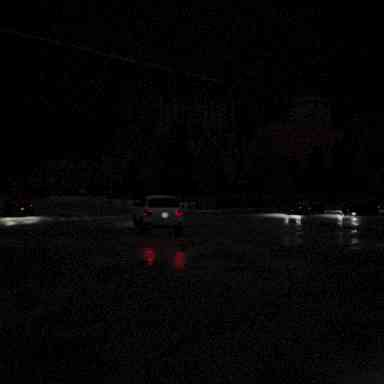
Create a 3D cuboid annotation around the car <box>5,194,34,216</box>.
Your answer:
[{"bbox_3d":[-17.171,1.217,33.008,2.150,2.045,5.566,0,0,-34],"label":"car"}]

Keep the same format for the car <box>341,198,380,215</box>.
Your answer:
[{"bbox_3d":[16.843,1.478,33.172,4.892,1.490,1.837,0,0,-35],"label":"car"}]

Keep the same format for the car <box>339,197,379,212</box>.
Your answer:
[{"bbox_3d":[20.000,1.457,39.728,5.357,1.411,2.033,-2,1,-35],"label":"car"}]

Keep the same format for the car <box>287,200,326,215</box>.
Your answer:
[{"bbox_3d":[11.740,1.508,33.874,4.674,1.442,1.812,0,0,-34],"label":"car"}]

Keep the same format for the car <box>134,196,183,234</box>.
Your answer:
[{"bbox_3d":[-2.056,1.216,19.324,2.150,2.045,5.566,0,0,-15],"label":"car"}]
